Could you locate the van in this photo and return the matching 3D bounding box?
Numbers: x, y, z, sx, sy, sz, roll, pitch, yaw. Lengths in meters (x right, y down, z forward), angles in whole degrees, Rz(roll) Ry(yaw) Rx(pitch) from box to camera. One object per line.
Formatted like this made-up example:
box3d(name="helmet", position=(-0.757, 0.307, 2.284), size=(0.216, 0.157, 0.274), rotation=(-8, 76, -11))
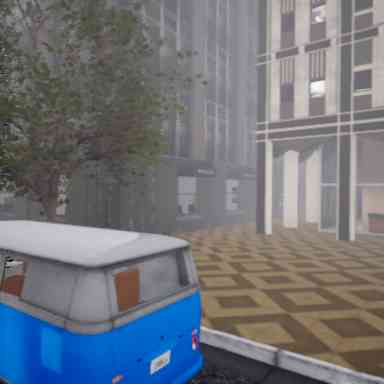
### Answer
box3d(name="van", position=(-1.797, 1.323, 4.153), size=(3.998, 1.788, 1.690), rotation=(0, 1, 36))
